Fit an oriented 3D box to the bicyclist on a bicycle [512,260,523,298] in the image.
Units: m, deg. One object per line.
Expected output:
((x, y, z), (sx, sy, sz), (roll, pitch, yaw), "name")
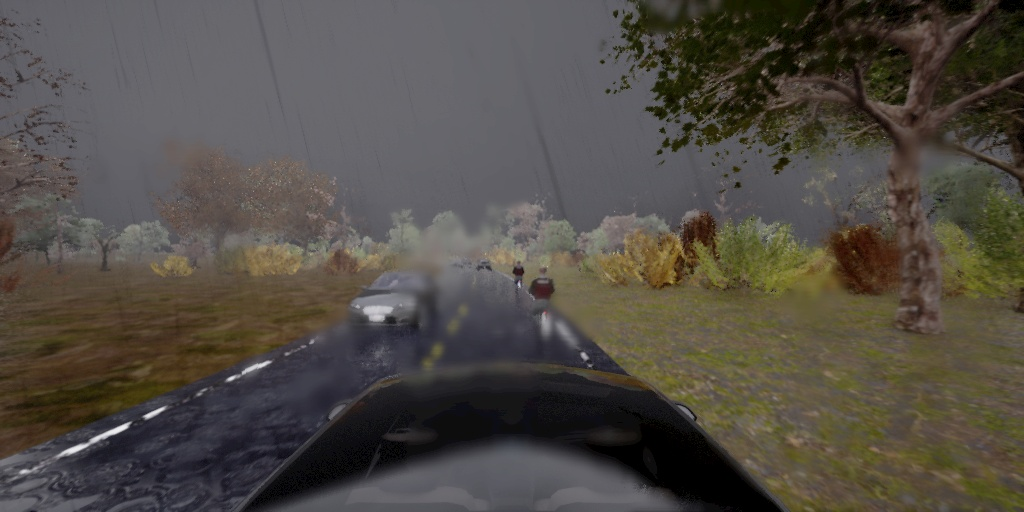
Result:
((0.313, 1.087, 17.234), (0.659, 1.776, 1.843), (0, 0, -3), "bicyclist on a bicycle")

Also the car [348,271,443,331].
((-3.339, 1.224, 11.065), (2.128, 1.511, 4.902), (0, 0, -2), "car")

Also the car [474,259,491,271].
((-3.886, 1.156, 47.981), (1.837, 1.490, 4.892), (0, 0, -9), "car")

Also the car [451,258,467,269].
((-8.173, 1.146, 54.083), (1.837, 1.490, 4.892), (0, 0, -10), "car")

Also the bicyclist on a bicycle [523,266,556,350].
((0.691, 1.106, 8.172), (0.659, 1.776, 1.843), (0, 0, -2), "bicyclist on a bicycle")
